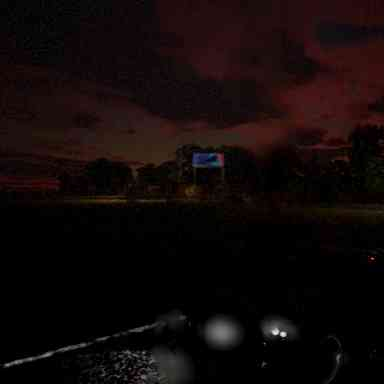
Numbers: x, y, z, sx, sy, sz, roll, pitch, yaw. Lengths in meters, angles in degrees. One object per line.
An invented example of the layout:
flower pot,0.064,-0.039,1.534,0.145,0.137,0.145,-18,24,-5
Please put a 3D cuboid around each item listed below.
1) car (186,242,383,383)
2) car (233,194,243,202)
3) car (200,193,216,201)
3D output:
car,1.983,1.560,5.290,4.181,1.385,1.994,0,0,-36
car,8.290,1.200,68.241,2.097,1.767,4.553,0,0,-33
car,3.642,1.070,75.120,2.097,1.767,4.553,0,0,-34
